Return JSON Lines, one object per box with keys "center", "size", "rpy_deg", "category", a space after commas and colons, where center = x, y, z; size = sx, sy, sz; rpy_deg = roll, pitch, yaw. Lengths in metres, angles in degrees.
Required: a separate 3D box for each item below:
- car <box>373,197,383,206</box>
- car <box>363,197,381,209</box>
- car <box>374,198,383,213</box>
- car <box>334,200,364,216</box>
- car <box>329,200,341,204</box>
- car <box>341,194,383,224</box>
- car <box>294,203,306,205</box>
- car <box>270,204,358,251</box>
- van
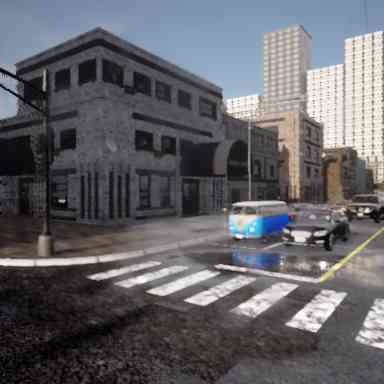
{"center": [31.961, 1.539, 56.140], "size": [2.008, 1.369, 4.403], "rpy_deg": [0, 0, 35], "category": "car"}
{"center": [25.466, 1.508, 46.991], "size": [1.752, 1.417, 4.829], "rpy_deg": [0, 0, 35], "category": "car"}
{"center": [22.229, 1.475, 37.861], "size": [2.128, 1.511, 4.902], "rpy_deg": [0, 0, 36], "category": "car"}
{"center": [15.972, 1.528, 33.617], "size": [2.008, 1.369, 4.403], "rpy_deg": [0, 0, 35], "category": "car"}
{"center": [12.775, 1.417, 29.113], "size": [1.967, 1.590, 4.097], "rpy_deg": [0, 0, 35], "category": "car"}
{"center": [13.288, 1.200, 25.351], "size": [2.150, 2.045, 5.566], "rpy_deg": [0, 0, 35], "category": "car"}
{"center": [6.379, 1.419, 20.104], "size": [1.967, 1.590, 4.097], "rpy_deg": [0, 0, 35], "category": "car"}
{"center": [5.389, 1.477, 14.233], "size": [2.128, 1.511, 4.902], "rpy_deg": [0, 0, 35], "category": "car"}
{"center": [3.181, 1.322, 15.599], "size": [1.690, 1.788, 3.998], "rpy_deg": [0, 0, 35], "category": "van"}
